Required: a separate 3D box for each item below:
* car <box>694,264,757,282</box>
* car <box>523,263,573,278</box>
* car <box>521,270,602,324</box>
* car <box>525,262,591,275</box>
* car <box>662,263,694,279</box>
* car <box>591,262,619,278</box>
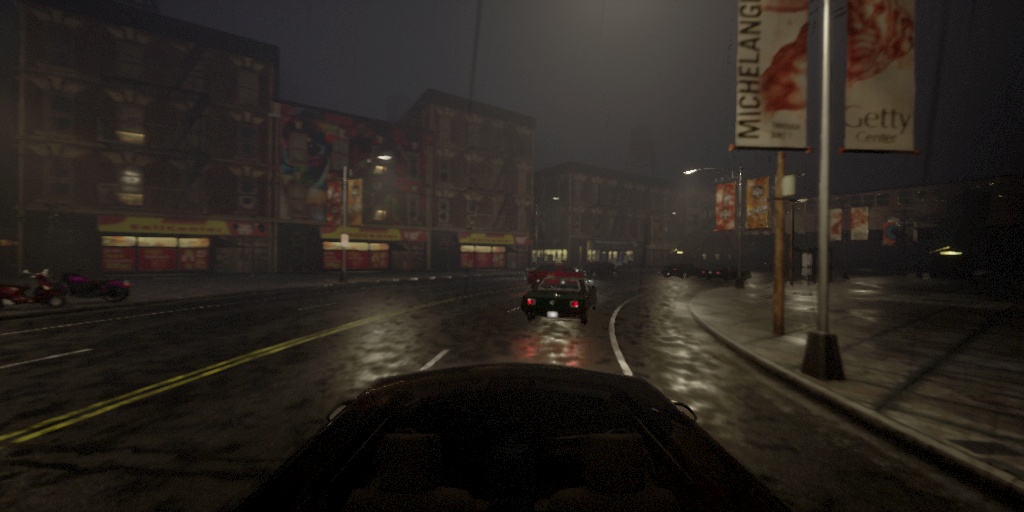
[{"bbox_3d":[18.533,1.437,31.016,5.357,1.411,2.033,1,0,-32],"label":"car"},{"bbox_3d":[3.418,1.289,33.101,4.718,1.301,1.895,1,0,-42],"label":"car"},{"bbox_3d":[1.810,1.339,12.114,1.895,1.301,4.718,1,0,18],"label":"car"},{"bbox_3d":[2.795,1.197,21.583,1.882,1.535,5.008,1,0,33],"label":"car"},{"bbox_3d":[15.993,1.355,33.391,4.892,1.490,1.837,1,0,-34],"label":"car"},{"bbox_3d":[7.615,1.251,32.065,4.892,1.490,1.837,1,0,-38],"label":"car"}]
